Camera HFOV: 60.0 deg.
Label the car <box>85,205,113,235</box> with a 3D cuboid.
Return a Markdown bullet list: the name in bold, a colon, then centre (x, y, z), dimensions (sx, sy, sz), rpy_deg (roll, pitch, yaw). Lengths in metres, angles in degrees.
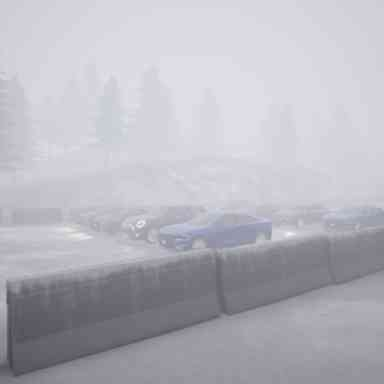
- **car**: centre (-3.444, 1.573, 18.598), dimensions (4.181, 1.385, 1.994), rpy_deg (0, 0, -35)

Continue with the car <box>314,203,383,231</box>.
- **car**: centre (9.548, 1.468, 19.244), dimensions (5.008, 1.535, 1.882), rpy_deg (0, 0, -35)

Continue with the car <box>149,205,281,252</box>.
- **car**: centre (1.045, 1.491, 13.201), dimensions (5.008, 1.535, 1.882), rpy_deg (0, 0, -35)

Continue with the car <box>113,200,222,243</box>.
- **car**: centre (-1.114, 1.363, 15.960), dimensions (4.553, 1.767, 2.097), rpy_deg (0, 0, -35)

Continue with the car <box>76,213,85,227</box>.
- **car**: centre (-5.292, 1.570, 21.579), dimensions (4.181, 1.385, 1.994), rpy_deg (0, 0, -35)

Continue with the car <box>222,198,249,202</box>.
- **car**: centre (3.103, 1.336, 27.545), dimensions (4.553, 1.767, 2.097), rpy_deg (0, 0, -35)

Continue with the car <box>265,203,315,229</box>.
- **car**: centre (7.361, 1.493, 21.984), dimensions (4.892, 1.490, 1.837), rpy_deg (0, 0, -35)

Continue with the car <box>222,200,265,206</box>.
- **car**: centre (5.000, 1.535, 24.599), dimensions (5.357, 1.411, 2.033), rpy_deg (0, 0, -35)
